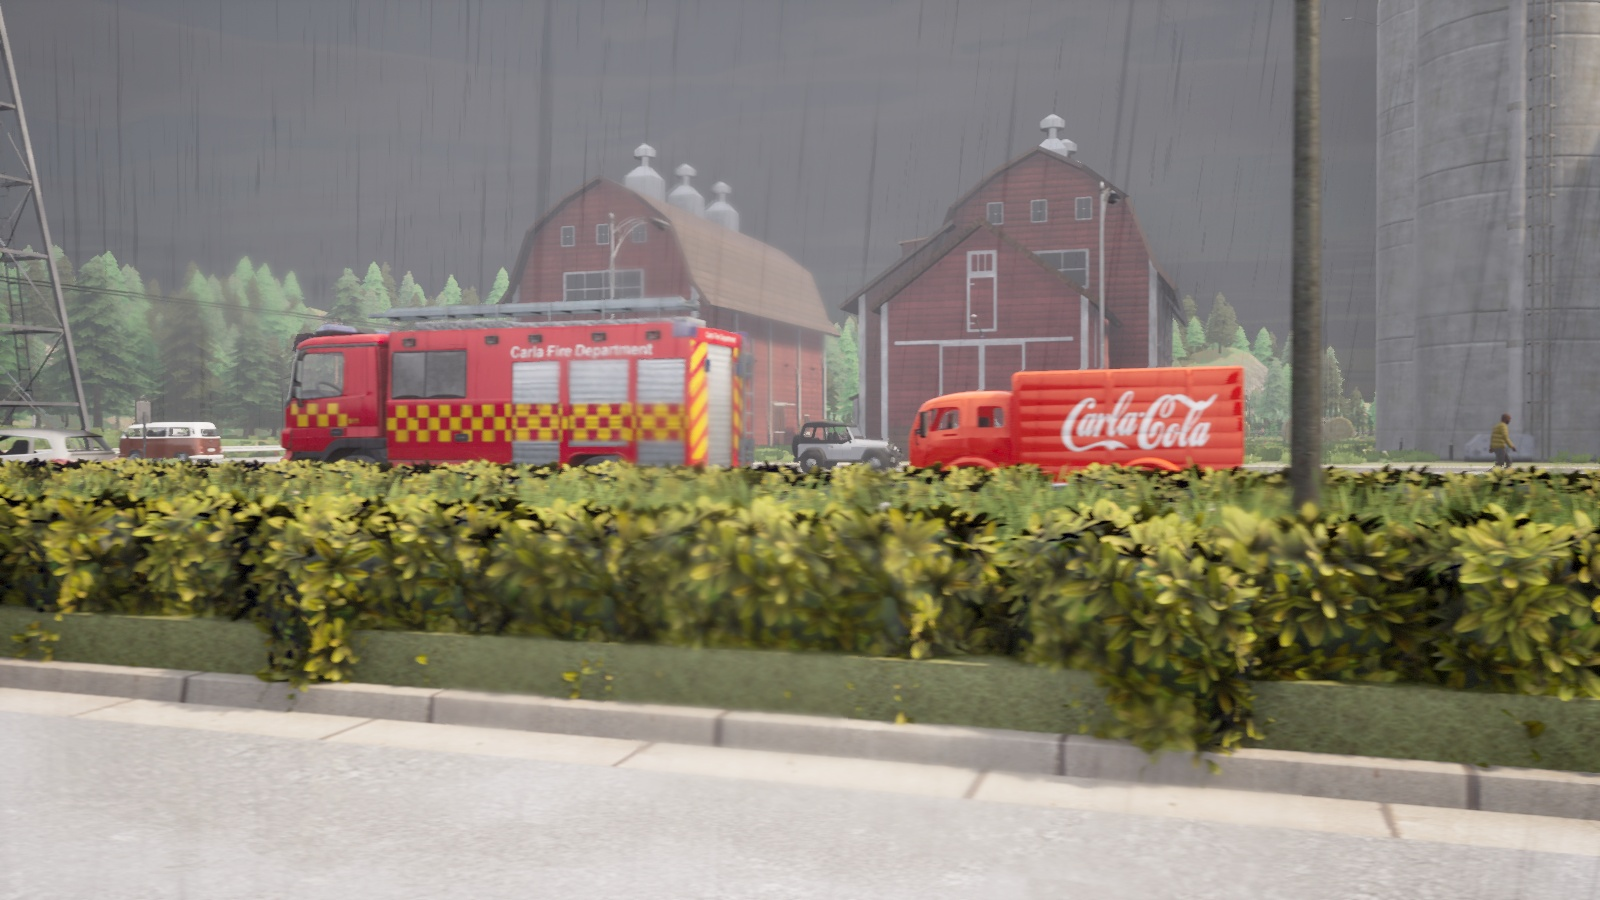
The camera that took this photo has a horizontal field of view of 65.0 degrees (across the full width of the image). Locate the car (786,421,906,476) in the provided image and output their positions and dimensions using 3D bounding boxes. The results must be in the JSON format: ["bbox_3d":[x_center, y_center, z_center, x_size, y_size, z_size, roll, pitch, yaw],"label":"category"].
[{"bbox_3d":[1.660,-0.084,44.502,3.866,1.878,1.905,1,1,18],"label":"car"}]

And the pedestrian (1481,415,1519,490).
[{"bbox_3d":[17.077,0.055,30.637,0.726,1.835,0.370,0,1,17],"label":"pedestrian"}]

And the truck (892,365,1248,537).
[{"bbox_3d":[4.334,0.022,20.040,5.204,2.467,2.627,0,1,18],"label":"truck"}]

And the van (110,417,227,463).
[{"bbox_3d":[-29.073,-0.485,57.864,4.480,2.038,2.069,1,1,12],"label":"van"}]

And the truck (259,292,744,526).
[{"bbox_3d":[-5.527,-0.732,23.271,8.468,3.827,2.891,1,1,18],"label":"truck"}]

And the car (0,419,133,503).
[{"bbox_3d":[-16.768,0.190,26.127,4.611,1.667,2.242,0,1,3],"label":"car"}]
